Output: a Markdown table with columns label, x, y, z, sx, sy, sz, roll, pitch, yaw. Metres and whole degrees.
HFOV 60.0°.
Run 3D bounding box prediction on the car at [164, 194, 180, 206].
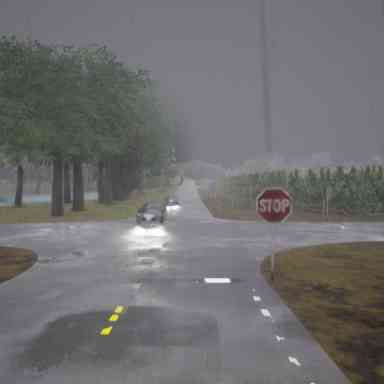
| label | x | y | z | sx | sy | sz | roll | pitch | yaw |
| --- | --- | --- | --- | --- | --- | --- | --- | --- | --- |
| car | -2.829 | 1.083 | 47.550 | 2.128 | 1.511 | 4.902 | 0 | 1 | 0 |

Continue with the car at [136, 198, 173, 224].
| label | x | y | z | sx | sy | sz | roll | pitch | yaw |
| --- | --- | --- | --- | --- | --- | --- | --- | --- | --- |
| car | -2.791 | 1.438 | 23.822 | 2.128 | 1.511 | 4.902 | 0 | 1 | 0 |
